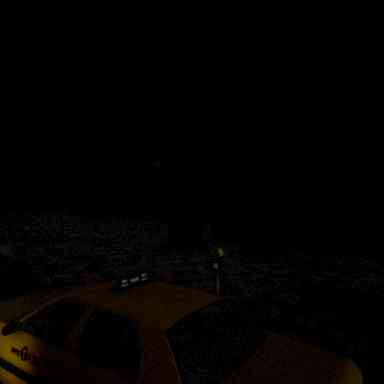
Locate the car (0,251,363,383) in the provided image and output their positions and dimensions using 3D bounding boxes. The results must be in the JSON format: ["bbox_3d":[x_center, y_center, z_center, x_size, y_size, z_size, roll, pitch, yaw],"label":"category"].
[{"bbox_3d":[-0.822,1.525,3.552,4.829,1.417,1.752,0,0,36],"label":"car"}]
